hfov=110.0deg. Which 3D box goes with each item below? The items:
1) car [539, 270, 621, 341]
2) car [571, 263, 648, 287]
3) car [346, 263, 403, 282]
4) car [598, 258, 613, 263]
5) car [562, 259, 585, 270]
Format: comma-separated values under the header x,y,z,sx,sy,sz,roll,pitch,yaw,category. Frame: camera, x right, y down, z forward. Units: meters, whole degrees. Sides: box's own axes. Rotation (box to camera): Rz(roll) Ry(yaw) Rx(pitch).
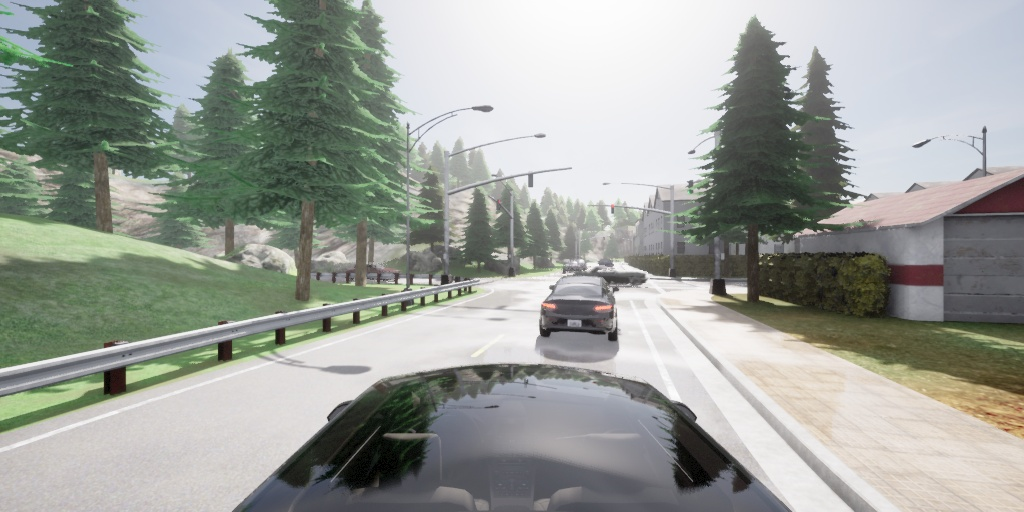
x,y,z,sx,sy,sz,roll,pitch,yaw,category
1.939,1.276,9.902,1.812,1.442,4.674,0,0,15,car
6.624,1.361,24.109,4.718,1.301,1.895,0,0,15,car
-11.058,1.291,28.853,4.674,1.442,1.812,0,0,15,car
13.409,1.101,51.512,2.097,1.767,4.553,0,0,15,car
7.270,1.314,43.184,1.994,1.385,4.181,0,0,15,car
